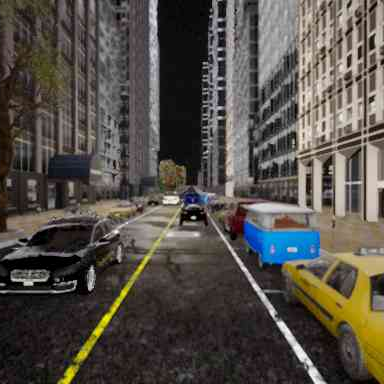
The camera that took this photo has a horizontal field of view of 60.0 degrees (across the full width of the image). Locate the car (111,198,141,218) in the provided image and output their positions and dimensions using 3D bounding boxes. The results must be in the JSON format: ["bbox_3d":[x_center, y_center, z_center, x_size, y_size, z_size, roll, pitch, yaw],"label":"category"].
[{"bbox_3d":[-5.690,1.424,27.691,1.752,1.417,4.829,0,0,0],"label":"car"}]

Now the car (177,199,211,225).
[{"bbox_3d":[0.102,1.443,23.078,1.812,1.442,4.674,0,0,0],"label":"car"}]

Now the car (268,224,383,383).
[{"bbox_3d":[2.687,1.507,5.234,1.752,1.417,4.829,0,0,0],"label":"car"}]

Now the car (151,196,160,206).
[{"bbox_3d":[-5.686,1.360,50.655,1.947,1.339,4.313,0,0,0],"label":"car"}]

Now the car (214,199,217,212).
[{"bbox_3d":[2.690,1.446,22.329,1.752,1.417,4.829,0,0,0],"label":"car"}]

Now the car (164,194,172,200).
[{"bbox_3d":[-5.682,1.229,79.147,1.802,1.307,4.206,0,0,0],"label":"car"}]

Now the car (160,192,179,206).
[{"bbox_3d":[-3.078,1.023,49.015,2.150,2.045,5.566,0,0,0],"label":"car"}]

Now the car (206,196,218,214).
[{"bbox_3d":[2.692,1.425,33.559,2.008,1.369,4.403,0,0,0],"label":"car"}]

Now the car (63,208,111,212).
[{"bbox_3d":[-5.692,1.493,16.465,2.008,1.369,4.403,0,0,0],"label":"car"}]

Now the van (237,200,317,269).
[{"bbox_3d":[2.687,1.304,10.761,1.690,1.788,3.998,0,0,0],"label":"van"}]

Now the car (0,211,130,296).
[{"bbox_3d":[-3.099,1.475,8.732,1.837,1.490,4.892,0,0,0],"label":"car"}]

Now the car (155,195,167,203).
[{"bbox_3d":[-5.685,1.318,62.052,1.802,1.307,4.206,0,0,0],"label":"car"}]

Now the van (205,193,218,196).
[{"bbox_3d":[2.693,1.163,44.953,1.690,1.788,3.998,0,0,0],"label":"van"}]

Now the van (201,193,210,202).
[{"bbox_3d":[2.696,1.048,67.746,1.690,1.788,3.998,0,0,0],"label":"van"}]

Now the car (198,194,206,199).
[{"bbox_3d":[2.700,1.147,90.542,1.947,1.339,4.313,0,0,0],"label":"car"}]

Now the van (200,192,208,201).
[{"bbox_3d":[2.697,1.018,73.445,1.690,1.788,3.998,0,0,0],"label":"van"}]

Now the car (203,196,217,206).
[{"bbox_3d":[2.694,1.338,50.652,1.887,1.381,4.507,0,0,0],"label":"car"}]

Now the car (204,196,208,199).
[{"bbox_3d":[2.693,1.431,39.256,1.802,1.307,4.206,0,0,0],"label":"car"}]

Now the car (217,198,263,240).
[{"bbox_3d":[2.688,1.257,16.460,2.192,1.841,5.009,0,0,0],"label":"car"}]

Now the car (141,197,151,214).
[{"bbox_3d":[-5.690,1.314,33.561,1.967,1.590,4.097,0,0,0],"label":"car"}]

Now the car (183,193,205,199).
[{"bbox_3d":[0.104,1.068,40.298,2.150,2.045,5.566,0,1,0],"label":"car"}]
